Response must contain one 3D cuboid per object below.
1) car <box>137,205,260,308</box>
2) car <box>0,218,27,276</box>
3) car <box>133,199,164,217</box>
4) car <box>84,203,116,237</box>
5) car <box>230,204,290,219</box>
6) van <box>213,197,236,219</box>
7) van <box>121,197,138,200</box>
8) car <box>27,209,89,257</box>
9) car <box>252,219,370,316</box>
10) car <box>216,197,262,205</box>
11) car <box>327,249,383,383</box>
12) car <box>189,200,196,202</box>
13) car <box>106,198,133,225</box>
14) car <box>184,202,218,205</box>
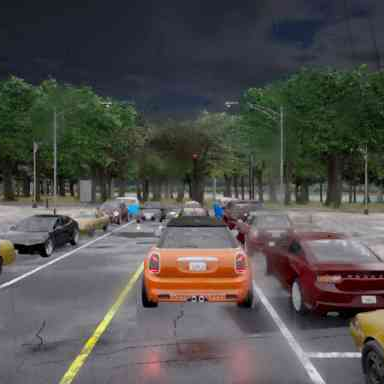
[{"bbox_3d":[0.106,1.352,8.096,2.097,1.767,4.553,0,0,0],"label":"car"},{"bbox_3d":[-5.758,1.525,7.261,1.752,1.417,4.829,0,0,0],"label":"car"},{"bbox_3d":[-2.990,1.495,25.374,2.128,1.511,4.902,0,0,0],"label":"car"},{"bbox_3d":[-5.749,1.526,18.136,1.752,1.417,4.829,0,0,0],"label":"car"},{"bbox_3d":[2.772,1.440,12.861,1.967,1.590,4.097,0,0,0],"label":"car"},{"bbox_3d":[2.786,1.344,29.174,1.690,1.788,3.998,0,0,0],"label":"van"},{"bbox_3d":[-5.739,1.344,29.182,1.690,1.788,3.998,0,0,0],"label":"van"},{"bbox_3d":[-5.753,1.566,12.869,1.947,1.339,4.313,0,0,0],"label":"car"},{"bbox_3d":[2.767,1.544,7.424,1.887,1.381,4.507,0,0,0],"label":"car"},{"bbox_3d":[2.776,1.316,18.299,2.192,1.841,5.009,0,0,0],"label":"car"},{"bbox_3d":[2.762,1.525,2.156,1.752,1.417,4.829,0,0,0],"label":"car"},{"bbox_3d":[0.021,1.459,27.254,1.801,1.575,5.366,0,0,1],"label":"car"},{"bbox_3d":[-5.744,1.442,23.744,1.967,1.590,4.097,0,0,0],"label":"car"},{"bbox_3d":[0.113,1.492,17.310,2.128,1.511,4.902,0,0,0],"label":"car"}]
